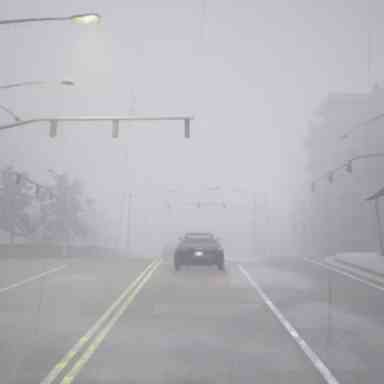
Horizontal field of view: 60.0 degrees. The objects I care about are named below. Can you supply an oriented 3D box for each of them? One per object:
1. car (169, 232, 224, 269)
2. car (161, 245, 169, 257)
[{"bbox_3d":[0.304,2.407,14.279,1.994,1.385,4.181,0,-5,1],"label":"car"},{"bbox_3d":[-2.805,8.193,44.678,2.150,2.045,5.566,0,-12,2],"label":"car"}]
